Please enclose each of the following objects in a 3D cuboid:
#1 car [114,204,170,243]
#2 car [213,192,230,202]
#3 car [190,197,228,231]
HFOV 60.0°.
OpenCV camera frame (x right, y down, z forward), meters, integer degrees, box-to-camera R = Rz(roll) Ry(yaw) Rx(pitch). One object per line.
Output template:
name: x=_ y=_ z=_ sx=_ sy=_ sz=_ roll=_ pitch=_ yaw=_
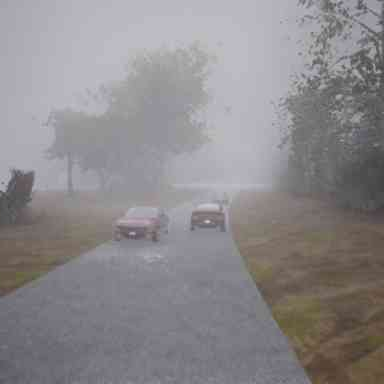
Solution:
car: x=-2.230 y=1.360 z=15.897 sx=1.882 sy=1.535 sz=5.008 roll=1 pitch=1 yaw=4
car: x=3.466 y=0.652 z=40.078 sx=1.994 sy=1.385 sz=4.181 roll=1 pitch=3 yaw=8
car: x=0.995 y=1.319 z=19.645 sx=1.882 sy=1.535 sz=5.008 roll=0 pitch=1 yaw=5
